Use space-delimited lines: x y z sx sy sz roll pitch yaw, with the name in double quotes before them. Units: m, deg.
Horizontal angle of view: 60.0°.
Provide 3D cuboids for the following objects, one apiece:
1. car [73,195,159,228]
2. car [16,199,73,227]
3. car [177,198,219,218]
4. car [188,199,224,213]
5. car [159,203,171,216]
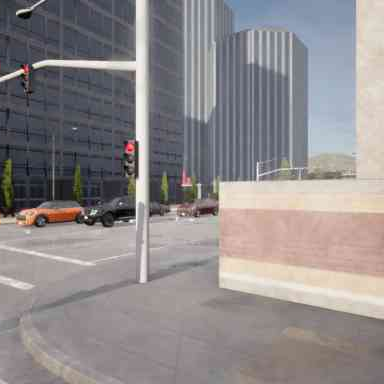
"car" -5.170 1.277 23.539 2.150 2.045 5.566 0 0 36
"car" -9.725 1.407 23.194 2.097 1.767 4.553 0 0 36
"car" 0.561 1.407 31.507 2.097 1.767 4.553 0 0 36
"car" 1.730 1.560 39.116 1.837 1.490 4.892 0 0 36
"car" -4.198 1.603 30.887 2.033 1.411 5.357 0 0 36
